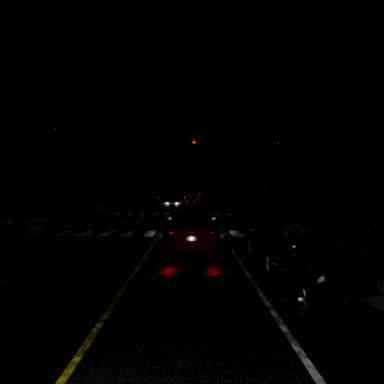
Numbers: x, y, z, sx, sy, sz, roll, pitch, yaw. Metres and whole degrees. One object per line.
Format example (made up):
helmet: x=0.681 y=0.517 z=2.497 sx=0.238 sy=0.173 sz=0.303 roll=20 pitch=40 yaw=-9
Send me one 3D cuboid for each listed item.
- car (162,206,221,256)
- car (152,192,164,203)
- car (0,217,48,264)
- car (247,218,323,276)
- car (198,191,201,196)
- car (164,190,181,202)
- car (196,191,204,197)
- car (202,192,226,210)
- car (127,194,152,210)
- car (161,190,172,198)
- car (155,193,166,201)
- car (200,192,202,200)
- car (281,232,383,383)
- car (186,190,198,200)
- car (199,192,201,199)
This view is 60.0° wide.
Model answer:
car: x=-0.009 y=1.423 z=12.523 sx=1.994 sy=1.385 sz=4.181 roll=0 pitch=1 yaw=0
car: x=-5.962 y=0.993 z=52.723 sx=2.008 sy=1.369 sz=4.403 roll=0 pitch=1 yaw=0
car: x=-5.799 y=1.419 z=9.520 sx=1.752 sy=1.417 sz=4.829 roll=0 pitch=1 yaw=0
car: x=2.726 y=1.441 z=9.731 sx=2.008 sy=1.369 sz=4.403 roll=0 pitch=1 yaw=0
car: x=2.543 y=0.937 z=58.219 sx=2.008 sy=1.369 sz=4.403 roll=0 pitch=1 yaw=0
car: x=-3.280 y=0.888 z=55.909 sx=1.882 sy=1.535 sz=5.008 roll=0 pitch=1 yaw=0
car: x=2.026 y=0.606 z=87.046 sx=1.837 sy=1.490 sz=4.892 roll=0 pitch=1 yaw=0
car: x=2.625 y=0.920 z=36.392 sx=2.192 sy=1.841 sz=5.009 roll=0 pitch=1 yaw=0
car: x=-5.900 y=1.172 z=36.353 sx=1.947 sy=1.339 sz=4.313 roll=0 pitch=1 yaw=0
car: x=-6.064 y=0.486 z=80.005 sx=2.192 sy=1.841 sz=5.009 roll=0 pitch=1 yaw=0
car: x=-6.003 y=0.916 z=63.637 sx=1.802 sy=1.307 sz=4.206 roll=0 pitch=1 yaw=0
car: x=2.584 y=1.061 z=47.307 sx=1.947 sy=1.339 sz=4.313 roll=0 pitch=1 yaw=0
car: x=2.747 y=1.517 z=4.219 sx=1.947 sy=1.339 sz=4.313 roll=0 pitch=1 yaw=0
car: x=-0.205 y=0.839 z=65.688 sx=1.812 sy=1.442 sz=4.674 roll=0 pitch=0 yaw=0
car: x=2.564 y=0.992 z=52.763 sx=2.008 sy=1.369 sz=4.403 roll=0 pitch=1 yaw=0
